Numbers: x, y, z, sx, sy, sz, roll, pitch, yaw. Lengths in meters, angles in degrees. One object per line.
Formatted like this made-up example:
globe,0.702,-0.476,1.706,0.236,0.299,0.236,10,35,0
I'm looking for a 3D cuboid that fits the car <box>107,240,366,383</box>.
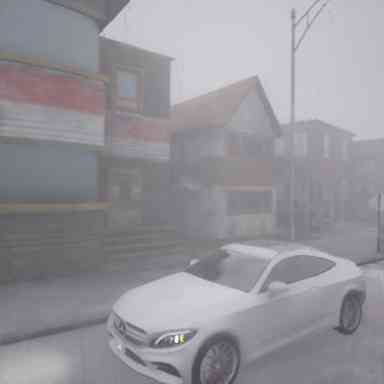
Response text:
car,1.019,1.570,5.332,4.674,1.442,1.812,1,-1,-37
